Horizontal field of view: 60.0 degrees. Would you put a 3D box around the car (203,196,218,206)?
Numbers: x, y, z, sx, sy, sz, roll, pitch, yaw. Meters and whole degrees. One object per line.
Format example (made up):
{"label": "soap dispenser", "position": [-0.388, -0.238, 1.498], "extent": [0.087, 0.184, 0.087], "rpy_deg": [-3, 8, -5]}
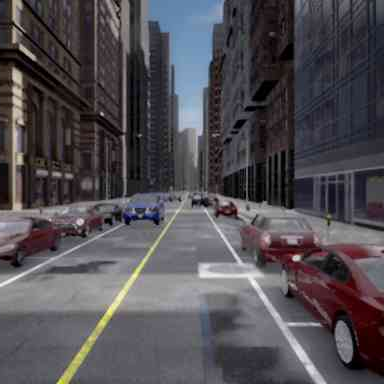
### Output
{"label": "car", "position": [2.742, 1.273, 50.330], "extent": [1.947, 1.339, 4.313], "rpy_deg": [0, 0, 0]}

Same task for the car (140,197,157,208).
{"label": "car", "position": [-5.780, 1.321, 44.711], "extent": [1.802, 1.307, 4.206], "rpy_deg": [0, 0, 0]}

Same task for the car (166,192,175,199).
{"label": "car", "position": [-5.800, 0.941, 89.524], "extent": [1.967, 1.590, 4.097], "rpy_deg": [0, 0, 0]}

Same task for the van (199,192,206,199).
{"label": "van", "position": [2.725, 0.842, 89.543], "extent": [1.690, 1.788, 3.998], "rpy_deg": [0, 0, 0]}

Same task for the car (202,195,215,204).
{"label": "car", "position": [2.740, 1.227, 55.932], "extent": [2.008, 1.369, 4.403], "rpy_deg": [0, 0, 0]}

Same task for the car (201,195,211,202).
{"label": "car", "position": [2.735, 1.198, 67.136], "extent": [1.802, 1.307, 4.206], "rpy_deg": [0, 0, 0]}

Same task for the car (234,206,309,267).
{"label": "car", "position": [2.761, 1.374, 11.115], "extent": [1.967, 1.590, 4.097], "rpy_deg": [0, 0, 0]}

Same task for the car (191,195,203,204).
{"label": "car", "position": [0.816, 1.189, 54.578], "extent": [1.837, 1.490, 4.892], "rpy_deg": [0, 0, 0]}

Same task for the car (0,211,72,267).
{"label": "car", "position": [-5.765, 1.516, 11.102], "extent": [1.802, 1.307, 4.206], "rpy_deg": [0, 0, 0]}

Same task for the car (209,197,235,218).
{"label": "car", "position": [2.753, 1.380, 27.922], "extent": [1.887, 1.381, 4.507], "rpy_deg": [0, 0, 0]}

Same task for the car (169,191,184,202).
{"label": "car", "position": [-3.054, 0.865, 62.074], "extent": [2.150, 2.045, 5.566], "rpy_deg": [0, 0, 1]}

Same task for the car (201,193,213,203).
{"label": "car", "position": [2.738, 1.086, 61.534], "extent": [1.967, 1.590, 4.097], "rpy_deg": [0, 0, 0]}

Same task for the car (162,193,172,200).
{"label": "car", "position": [-5.795, 0.999, 78.321], "extent": [1.967, 1.590, 4.097], "rpy_deg": [0, 0, 0]}

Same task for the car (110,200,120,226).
{"label": "car", "position": [-5.770, 1.434, 22.305], "extent": [1.947, 1.339, 4.313], "rpy_deg": [0, 0, 0]}

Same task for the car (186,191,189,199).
{"label": "car", "position": [-0.036, 0.979, 79.357], "extent": [1.994, 1.385, 4.181], "rpy_deg": [0, 0, 0]}

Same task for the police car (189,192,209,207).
{"label": "police car", "position": [0.839, 1.165, 44.684], "extent": [1.930, 1.638, 5.238], "rpy_deg": [0, 0, 0]}

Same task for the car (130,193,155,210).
{"label": "car", "position": [-5.777, 1.086, 39.109], "extent": [2.192, 1.841, 5.009], "rpy_deg": [0, 0, 0]}

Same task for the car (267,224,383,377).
{"label": "car", "position": [2.763, 1.512, 5.514], "extent": [1.887, 1.381, 4.507], "rpy_deg": [0, 0, 0]}

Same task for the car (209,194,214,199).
{"label": "car", "position": [2.745, 1.304, 44.729], "extent": [1.947, 1.339, 4.313], "rpy_deg": [0, 0, 0]}

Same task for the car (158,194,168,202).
{"label": "car", "position": [-5.790, 1.143, 66.947], "extent": [1.752, 1.417, 4.829], "rpy_deg": [0, 0, 0]}

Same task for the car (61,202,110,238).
{"label": "car", "position": [-5.767, 1.341, 16.703], "extent": [1.967, 1.590, 4.097], "rpy_deg": [0, 0, 0]}

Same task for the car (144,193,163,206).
{"label": "car", "position": [-5.782, 1.022, 50.312], "extent": [2.192, 1.841, 5.009], "rpy_deg": [0, 0, 0]}

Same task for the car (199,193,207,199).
{"label": "car", "position": [2.727, 1.054, 84.112], "extent": [1.752, 1.417, 4.829], "rpy_deg": [0, 0, 0]}

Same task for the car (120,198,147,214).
{"label": "car", "position": [-5.775, 1.369, 33.508], "extent": [1.947, 1.339, 4.313], "rpy_deg": [0, 0, 0]}

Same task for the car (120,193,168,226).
{"label": "car", "position": [-3.110, 1.090, 22.743], "extent": [2.150, 2.045, 5.566], "rpy_deg": [0, 0, 0]}

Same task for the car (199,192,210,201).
{"label": "car", "position": [2.733, 0.902, 72.737], "extent": [2.192, 1.841, 5.009], "rpy_deg": [0, 0, 0]}
